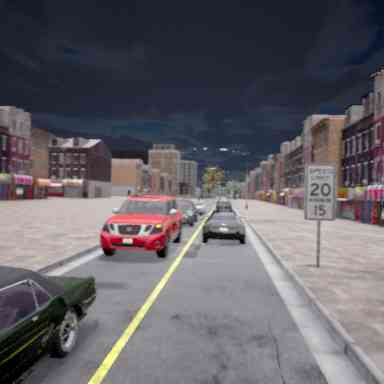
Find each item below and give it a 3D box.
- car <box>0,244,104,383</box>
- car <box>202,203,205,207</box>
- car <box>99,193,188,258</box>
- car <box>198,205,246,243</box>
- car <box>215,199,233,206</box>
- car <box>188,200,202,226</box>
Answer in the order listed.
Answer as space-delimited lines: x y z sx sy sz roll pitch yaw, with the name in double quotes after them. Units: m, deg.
-2.666 1.537 3.223 1.895 1.301 4.718 1 0 5 "car"
0.244 1.577 32.971 1.895 1.301 4.718 1 0 6 "car"
-1.704 1.173 13.076 2.150 2.045 5.566 1 0 6 "car"
1.571 1.591 16.383 1.994 1.385 4.181 1 0 5 "car"
3.855 1.544 40.300 2.128 1.511 4.902 1 0 6 "car"
-0.750 1.317 23.006 2.097 1.767 4.553 1 0 6 "car"
